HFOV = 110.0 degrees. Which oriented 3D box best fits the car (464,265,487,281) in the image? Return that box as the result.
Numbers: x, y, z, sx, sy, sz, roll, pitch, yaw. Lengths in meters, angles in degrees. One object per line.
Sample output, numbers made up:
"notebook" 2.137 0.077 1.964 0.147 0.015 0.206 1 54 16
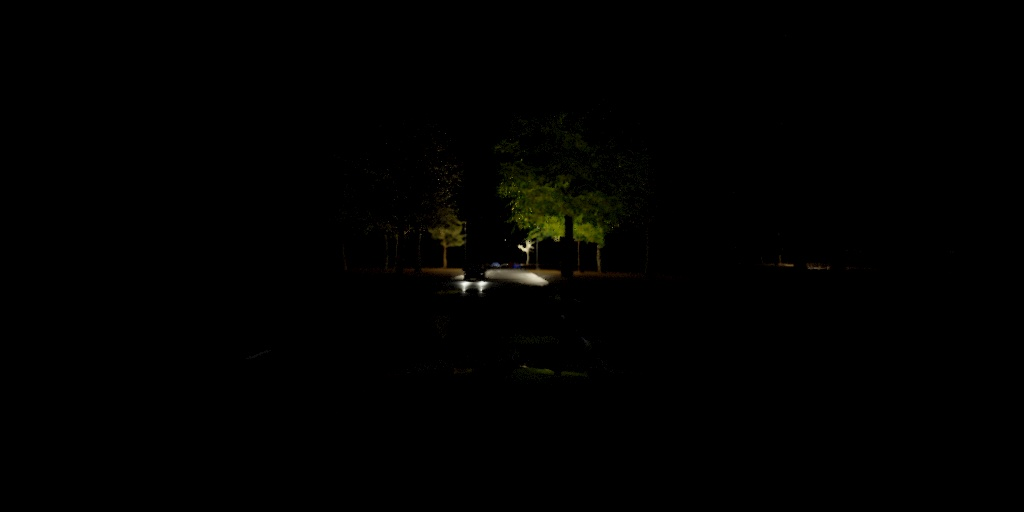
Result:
"car" -3.584 1.630 35.359 1.882 1.535 5.008 0 -1 0
